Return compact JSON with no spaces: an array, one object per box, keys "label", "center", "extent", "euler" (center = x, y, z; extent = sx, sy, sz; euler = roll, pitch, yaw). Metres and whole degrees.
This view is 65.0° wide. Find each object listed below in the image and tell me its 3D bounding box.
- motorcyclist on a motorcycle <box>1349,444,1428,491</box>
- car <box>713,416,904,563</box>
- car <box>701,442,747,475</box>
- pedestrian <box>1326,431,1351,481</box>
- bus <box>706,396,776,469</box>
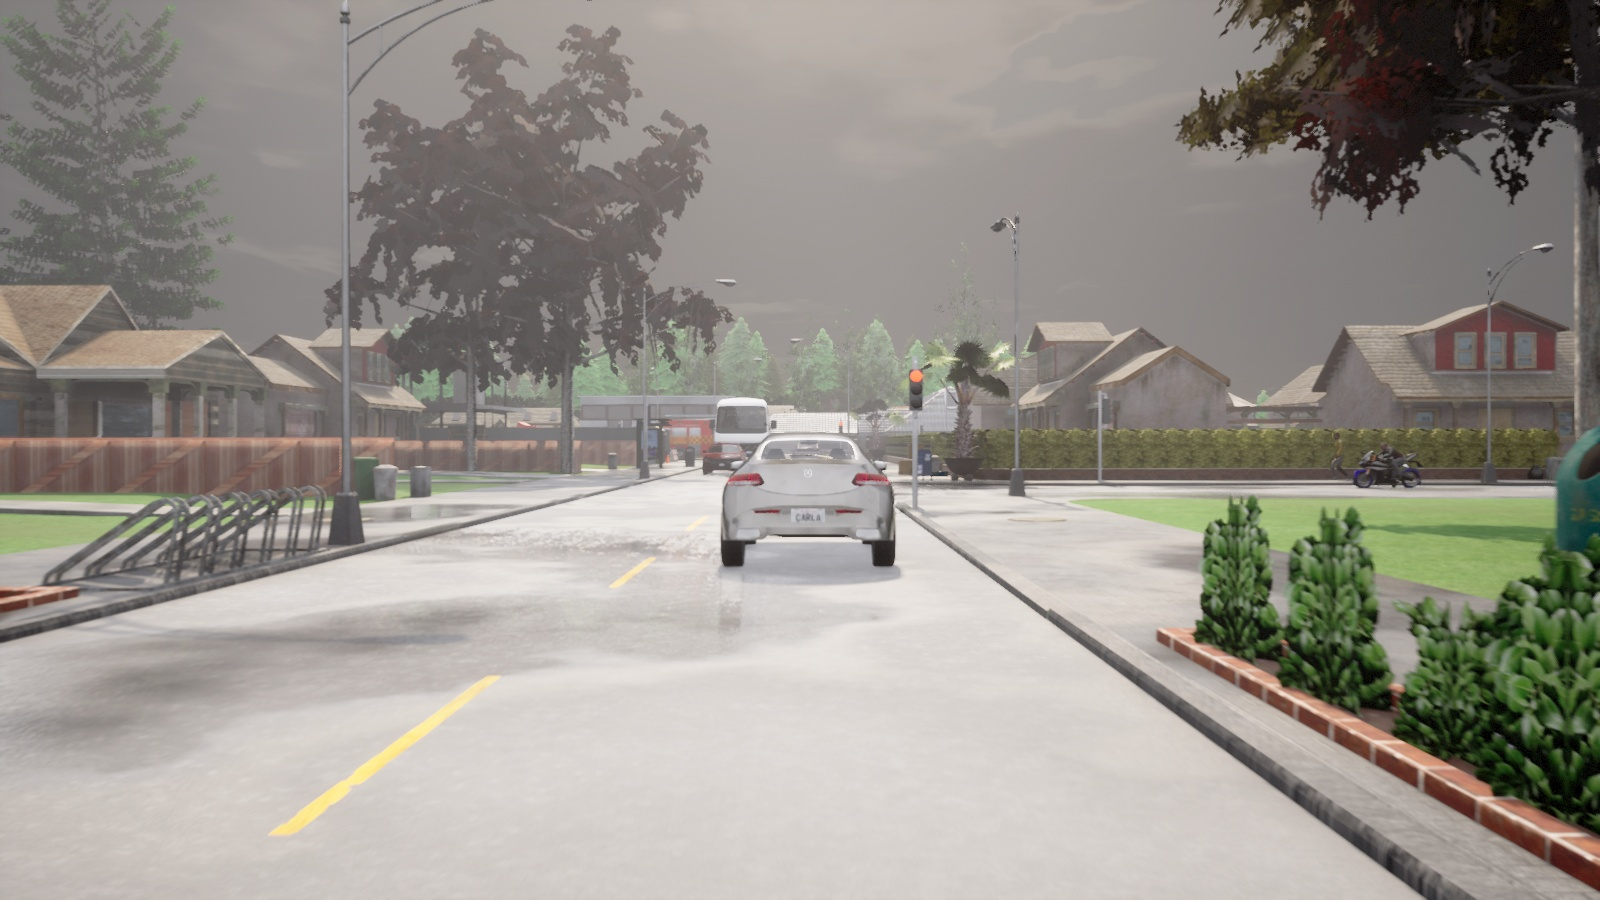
[{"label":"motorcyclist on a motorcycle","center":[19.270,0.565,41.168],"extent":[2.191,1.530,0.866],"euler":[0,0,0]},{"label":"car","center":[0.115,0.431,16.663],"extent":[2.152,1.651,5.027],"euler":[0,0,1]},{"label":"car","center":[-3.628,0.380,60.570],"extent":[1.882,1.535,5.008],"euler":[0,1,0]},{"label":"pedestrian","center":[19.810,0.212,46.195],"extent":[0.709,1.840,0.431],"euler":[0,0,2]},{"label":"bus","center":[-3.512,-1.074,78.292],"extent":[3.944,4.253,10.273],"euler":[0,0,0]}]
